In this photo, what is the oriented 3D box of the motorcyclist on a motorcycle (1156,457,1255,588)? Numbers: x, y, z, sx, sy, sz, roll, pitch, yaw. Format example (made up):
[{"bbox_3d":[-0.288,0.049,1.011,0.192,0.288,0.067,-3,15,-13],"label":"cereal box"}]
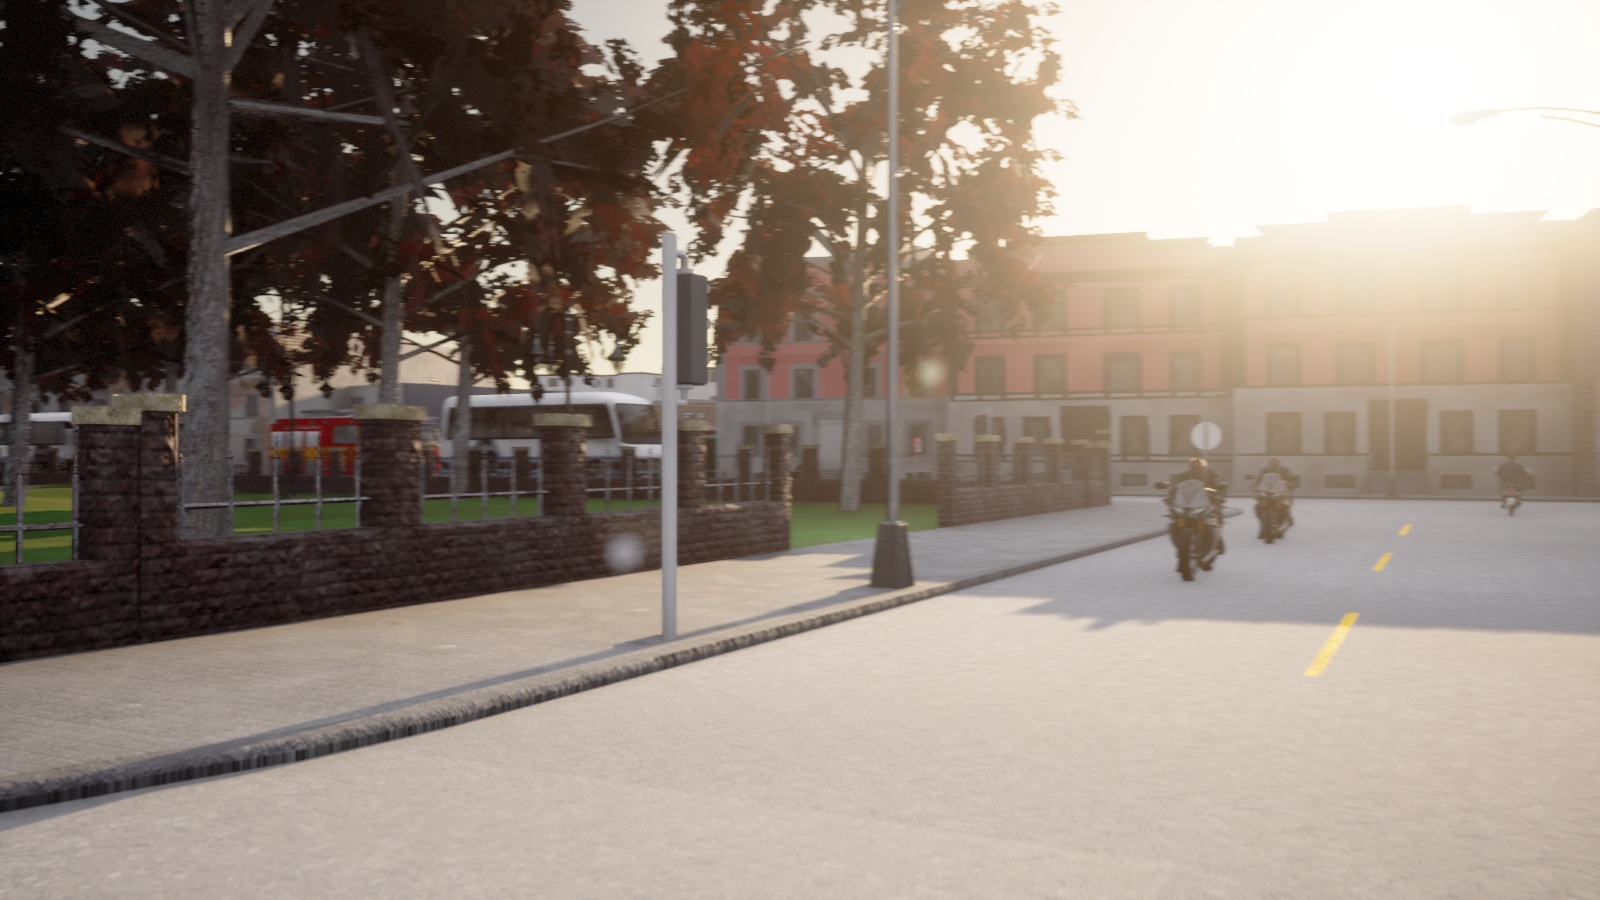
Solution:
[{"bbox_3d":[5.148,0.855,15.850,0.866,1.530,2.191,0,0,26],"label":"motorcyclist on a motorcycle"}]

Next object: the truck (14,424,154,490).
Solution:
[{"bbox_3d":[-39.482,0.399,69.171,7.936,3.462,2.891,-1,0,28],"label":"truck"}]

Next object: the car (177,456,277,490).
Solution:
[{"bbox_3d":[-29.007,1.136,63.588,4.611,1.667,2.242,0,0,28],"label":"car"}]

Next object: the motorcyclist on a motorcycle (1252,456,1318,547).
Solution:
[{"bbox_3d":[8.642,0.877,22.328,0.866,1.530,2.191,0,0,27],"label":"motorcyclist on a motorcycle"}]

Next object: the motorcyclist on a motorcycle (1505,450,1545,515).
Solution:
[{"bbox_3d":[18.526,0.806,32.063,0.866,1.590,1.817,0,0,31],"label":"motorcyclist on a motorcycle"}]

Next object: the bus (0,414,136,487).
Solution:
[{"bbox_3d":[-45.850,0.086,77.087,10.273,4.253,3.944,0,0,28],"label":"bus"}]

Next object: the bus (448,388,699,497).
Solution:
[{"bbox_3d":[-9.682,-0.247,53.284,10.273,4.253,3.944,0,0,28],"label":"bus"}]

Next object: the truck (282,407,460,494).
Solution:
[{"bbox_3d":[-20.164,0.053,58.878,8.468,3.827,2.891,0,0,28],"label":"truck"}]
